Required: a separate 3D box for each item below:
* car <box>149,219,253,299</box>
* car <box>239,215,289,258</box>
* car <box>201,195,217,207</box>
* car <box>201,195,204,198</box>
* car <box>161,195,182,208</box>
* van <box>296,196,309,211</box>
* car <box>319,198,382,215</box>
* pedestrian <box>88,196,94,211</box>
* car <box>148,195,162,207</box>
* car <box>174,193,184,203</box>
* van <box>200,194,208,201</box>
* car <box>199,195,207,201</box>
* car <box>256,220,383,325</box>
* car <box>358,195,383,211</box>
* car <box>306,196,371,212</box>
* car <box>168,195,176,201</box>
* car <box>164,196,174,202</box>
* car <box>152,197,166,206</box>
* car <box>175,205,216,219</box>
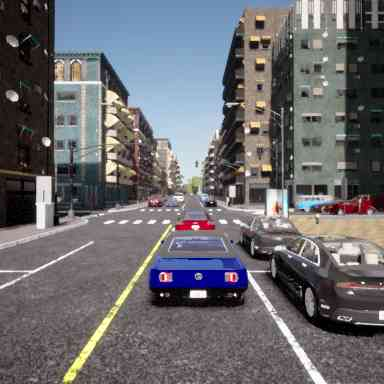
[{"bbox_3d":[0.127,1.603,8.386,1.895,1.301,4.718,0,0,0],"label":"car"},{"bbox_3d":[2.872,1.555,12.568,2.008,1.369,4.403,1,0,0],"label":"car"},{"bbox_3d":[2.869,1.585,50.761,1.947,1.339,4.313,1,0,0],"label":"car"},{"bbox_3d":[2.888,1.603,56.332,1.802,1.307,4.206,1,0,0],"label":"car"},{"bbox_3d":[-2.933,1.565,49.481,2.033,1.411,5.357,0,0,0],"label":"car"},{"bbox_3d":[13.888,1.296,37.544,3.998,1.788,1.690,0,0,1],"label":"van"},{"bbox_3d":[13.800,1.413,29.163,4.206,1.307,1.802,0,0,1],"label":"car"},{"bbox_3d":[-12.393,1.347,40.777,0.375,1.860,0.375,0,0,1],"label":"pedestrian"},{"bbox_3d":[-5.507,1.334,50.829,2.192,1.841,5.009,1,0,0],"label":"car"},{"bbox_3d":[-2.770,1.249,69.312,2.150,2.045,5.566,0,0,0],"label":"car"},{"bbox_3d":[2.965,1.373,78.618,1.690,1.788,3.998,1,0,0],"label":"van"},{"bbox_3d":[2.999,1.582,89.758,1.887,1.381,4.507,1,0,0],"label":"car"},{"bbox_3d":[2.854,1.553,6.998,2.008,1.369,4.403,1,0,0],"label":"car"},{"bbox_3d":[19.415,1.228,37.487,5.009,1.841,2.192,0,0,1],"label":"car"},{"bbox_3d":[15.289,1.453,34.946,5.357,1.411,2.033,0,-1,1],"label":"car"},{"bbox_3d":[-5.381,1.603,89.826,1.947,1.339,4.313,1,0,0],"label":"car"},{"bbox_3d":[-5.418,1.597,78.684,1.947,1.339,4.313,1,0,0],"label":"car"},{"bbox_3d":[-5.492,1.566,56.400,1.887,1.381,4.507,1,0,0],"label":"car"},{"bbox_3d":[0.152,1.570,17.249,1.994,1.385,4.181,0,0,0],"label":"car"}]
